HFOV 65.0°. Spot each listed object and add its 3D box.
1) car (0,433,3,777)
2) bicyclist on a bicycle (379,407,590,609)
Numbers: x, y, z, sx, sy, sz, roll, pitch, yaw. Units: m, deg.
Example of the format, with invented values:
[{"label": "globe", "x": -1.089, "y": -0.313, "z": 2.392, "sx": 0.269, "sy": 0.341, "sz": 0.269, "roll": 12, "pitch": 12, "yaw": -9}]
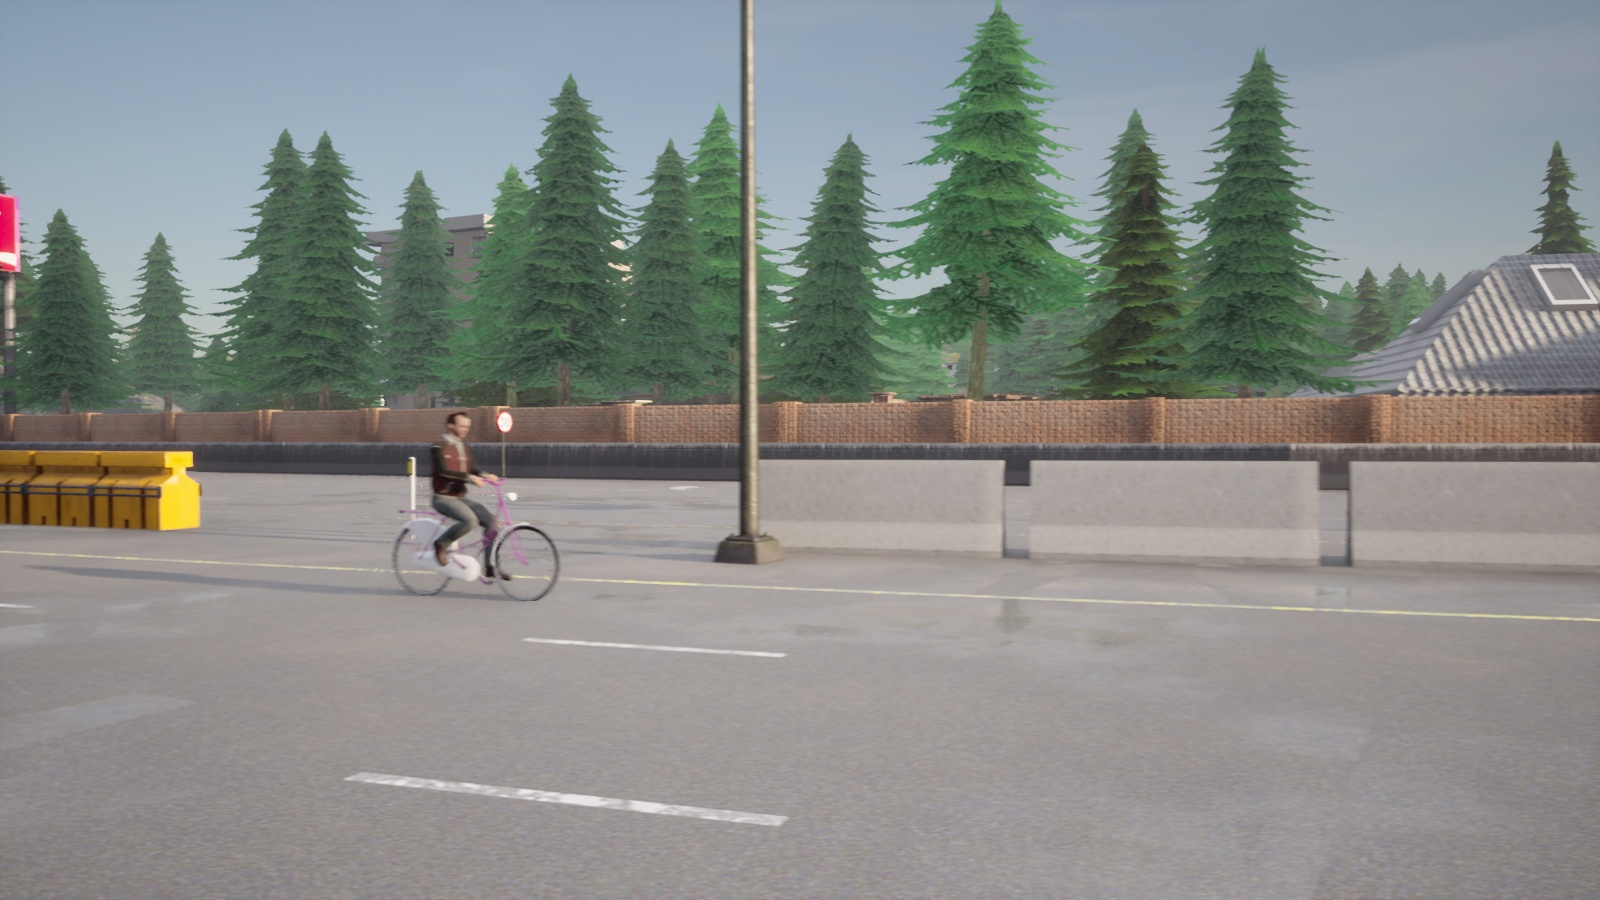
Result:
[{"label": "car", "x": -6.170, "y": 0.673, "z": 5.395, "sx": 4.902, "sy": 1.511, "sz": 2.128, "roll": 1, "pitch": 1, "yaw": 21}, {"label": "bicyclist on a bicycle", "x": -2.934, "y": 0.500, "z": 11.670, "sx": 1.843, "sy": 1.776, "sz": 0.659, "roll": 0, "pitch": 0, "yaw": 21}]
